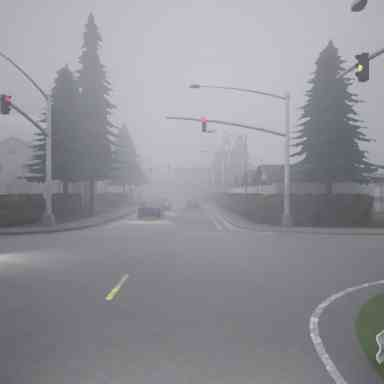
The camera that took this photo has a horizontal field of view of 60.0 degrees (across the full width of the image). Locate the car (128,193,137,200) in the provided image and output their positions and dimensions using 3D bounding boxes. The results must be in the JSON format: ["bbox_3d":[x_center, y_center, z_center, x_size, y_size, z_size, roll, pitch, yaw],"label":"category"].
[{"bbox_3d":[-16.768,1.071,84.262,3.866,1.878,1.905,0,0,-1],"label":"car"}]

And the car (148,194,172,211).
[{"bbox_3d":[-3.580,1.349,39.820,2.097,1.767,4.553,0,0,0],"label":"car"}]

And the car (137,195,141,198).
[{"bbox_3d":[-16.176,1.355,87.590,3.806,1.475,1.970,0,0,-1],"label":"car"}]

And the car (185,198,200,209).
[{"bbox_3d":[0.105,1.544,45.104,2.033,1.411,5.357,0,0,0],"label":"car"}]

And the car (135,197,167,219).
[{"bbox_3d":[-3.586,1.476,29.665,1.882,1.535,5.008,0,0,0],"label":"car"}]
